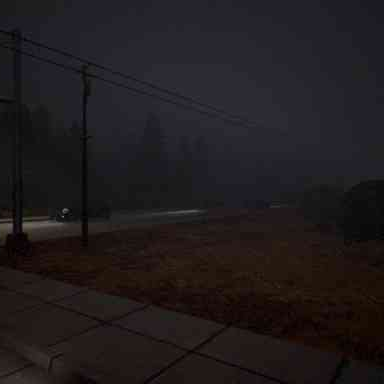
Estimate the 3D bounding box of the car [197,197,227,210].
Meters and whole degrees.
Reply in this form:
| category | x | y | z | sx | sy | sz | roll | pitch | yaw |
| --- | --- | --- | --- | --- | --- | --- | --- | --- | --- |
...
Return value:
| category | x | y | z | sx | sy | sz | roll | pitch | yaw |
| --- | --- | --- | --- | --- | --- | --- | --- | --- | --- |
| car | 2.522 | 1.390 | 41.163 | 2.128 | 1.511 | 4.902 | 0 | 0 | 37 |

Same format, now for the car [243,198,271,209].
| category | x | y | z | sx | sy | sz | roll | pitch | yaw |
| --- | --- | --- | --- | --- | --- | --- | --- | --- | --- |
| car | 8.469 | 1.465 | 42.997 | 1.895 | 1.301 | 4.718 | 0 | 0 | 37 |

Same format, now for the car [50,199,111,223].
| category | x | y | z | sx | sy | sz | roll | pitch | yaw |
| --- | --- | --- | --- | --- | --- | --- | --- | --- | --- |
| car | -8.692 | 1.347 | 26.060 | 2.097 | 1.767 | 4.553 | 0 | 0 | 37 |
